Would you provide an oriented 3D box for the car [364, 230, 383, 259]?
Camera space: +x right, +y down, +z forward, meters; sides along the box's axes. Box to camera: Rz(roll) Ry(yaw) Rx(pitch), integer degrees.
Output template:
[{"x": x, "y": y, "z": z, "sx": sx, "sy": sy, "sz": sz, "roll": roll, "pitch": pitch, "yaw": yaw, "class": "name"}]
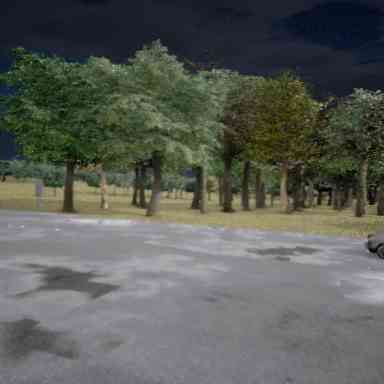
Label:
[{"x": 9.848, "y": 2.233, "z": 14.447, "sx": 4.181, "sy": 1.385, "sz": 1.994, "roll": 2, "pitch": 0, "yaw": 21, "class": "car"}]
